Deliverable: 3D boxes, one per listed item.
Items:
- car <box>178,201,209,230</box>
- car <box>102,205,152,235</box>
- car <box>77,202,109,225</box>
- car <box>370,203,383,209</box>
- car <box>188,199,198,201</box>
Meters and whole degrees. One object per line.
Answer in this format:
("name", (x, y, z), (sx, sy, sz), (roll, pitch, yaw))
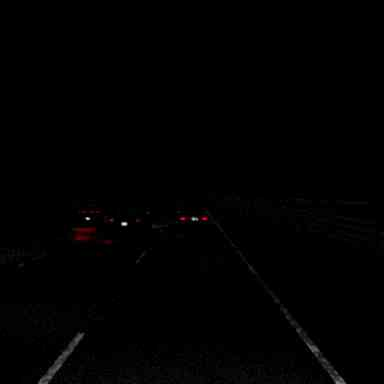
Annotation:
("car", (0.094, 1.553, 21.052), (2.033, 1.411, 5.357), (0, 0, 0))
("car", (-3.407, 1.568, 18.751), (1.994, 1.385, 4.181), (0, 0, 0))
("car", (-6.910, 1.514, 24.438), (1.837, 1.490, 4.892), (0, 0, 0))
("car", (27.193, 1.772, 45.983), (2.033, 1.411, 5.357), (0, 0, -24))
("car", (0.086, 1.599, 41.873), (1.994, 1.385, 4.181), (0, 0, 0))
